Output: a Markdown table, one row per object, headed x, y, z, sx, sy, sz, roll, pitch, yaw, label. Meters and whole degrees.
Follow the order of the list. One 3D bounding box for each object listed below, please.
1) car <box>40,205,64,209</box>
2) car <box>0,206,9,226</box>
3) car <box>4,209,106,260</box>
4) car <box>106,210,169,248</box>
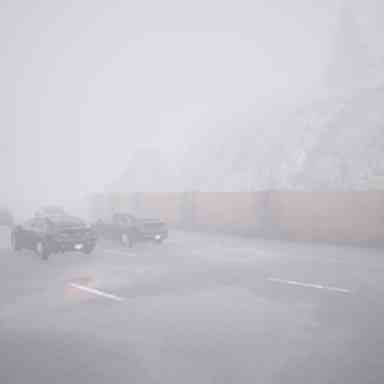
| x | y | z | sx | sy | sz | roll | pitch | yaw | label |
| --- | --- | --- | --- | --- | --- | --- | --- | --- | --- |
| -10.539 | 1.752 | 24.855 | 1.837 | 1.490 | 4.892 | 0 | 0 | -33 | car |
| -13.460 | 1.757 | 22.924 | 1.837 | 1.490 | 4.892 | 0 | 0 | -33 | car |
| -5.600 | 1.637 | 13.191 | 1.837 | 1.490 | 4.892 | 0 | 0 | -44 | car |
| -3.127 | 1.638 | 15.668 | 1.837 | 1.490 | 4.892 | 0 | 0 | -44 | car |
